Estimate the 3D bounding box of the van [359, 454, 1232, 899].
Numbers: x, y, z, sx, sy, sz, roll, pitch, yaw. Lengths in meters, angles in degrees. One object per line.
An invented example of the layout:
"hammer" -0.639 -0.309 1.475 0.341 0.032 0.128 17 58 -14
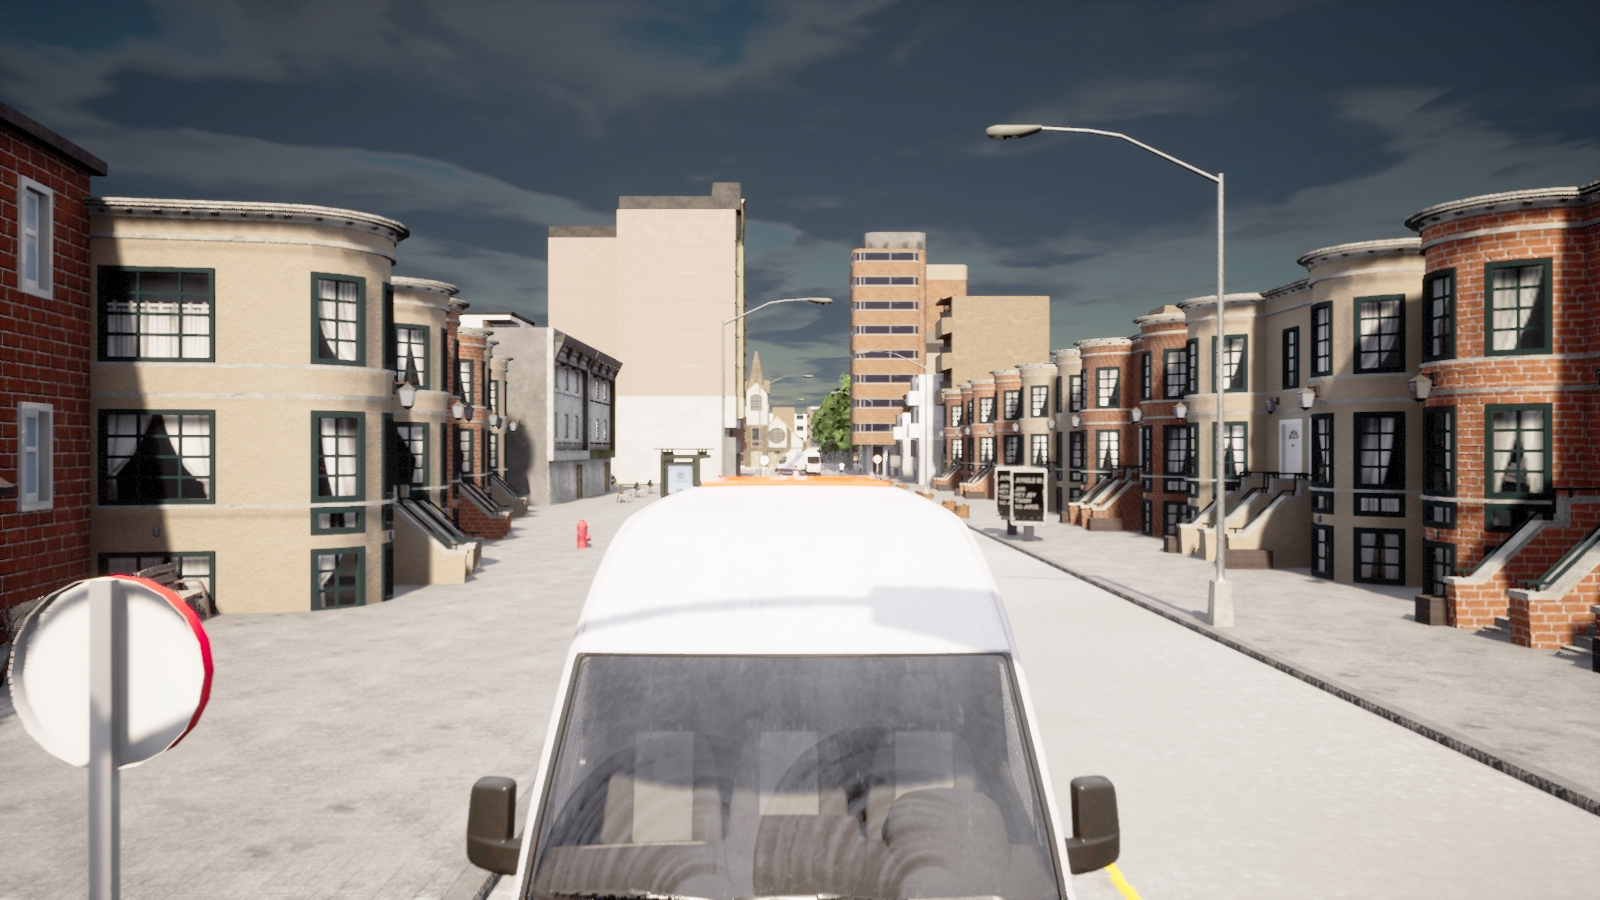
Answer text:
"van" -0.022 1.310 5.560 1.988 2.561 5.915 0 0 0
